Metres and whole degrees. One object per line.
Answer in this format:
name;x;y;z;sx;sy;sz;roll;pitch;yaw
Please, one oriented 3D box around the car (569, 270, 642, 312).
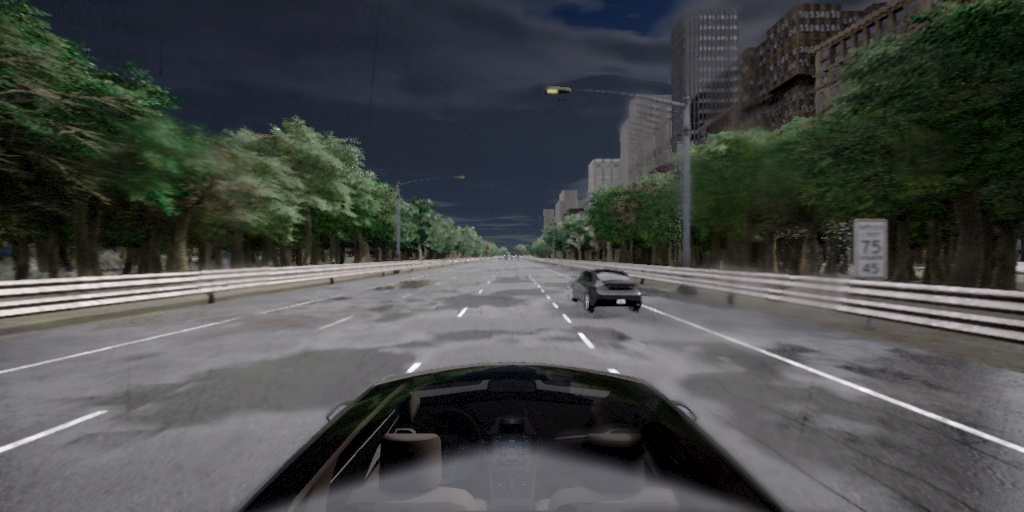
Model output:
car;3.524;1.268;14.197;1.837;1.490;4.892;0;0;-1
